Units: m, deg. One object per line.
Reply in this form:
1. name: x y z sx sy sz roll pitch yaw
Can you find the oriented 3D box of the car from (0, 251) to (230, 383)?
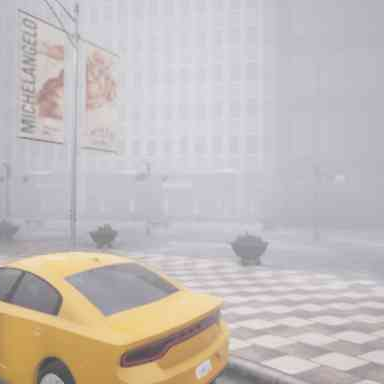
1. car: -1.902 1.601 4.703 5.008 1.535 1.882 -1 -2 36
